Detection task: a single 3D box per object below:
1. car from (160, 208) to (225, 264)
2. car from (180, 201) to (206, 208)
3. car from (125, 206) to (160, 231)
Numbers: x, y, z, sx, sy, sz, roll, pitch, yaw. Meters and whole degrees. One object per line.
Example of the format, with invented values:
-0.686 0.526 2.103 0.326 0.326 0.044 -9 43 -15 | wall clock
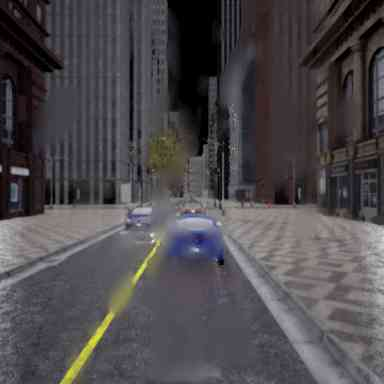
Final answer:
0.087 1.555 12.137 1.882 1.535 5.008 0 0 0 | car
0.085 1.529 27.521 2.097 1.767 4.553 0 0 0 | car
-3.100 1.664 21.744 1.812 1.442 4.674 0 0 0 | car
